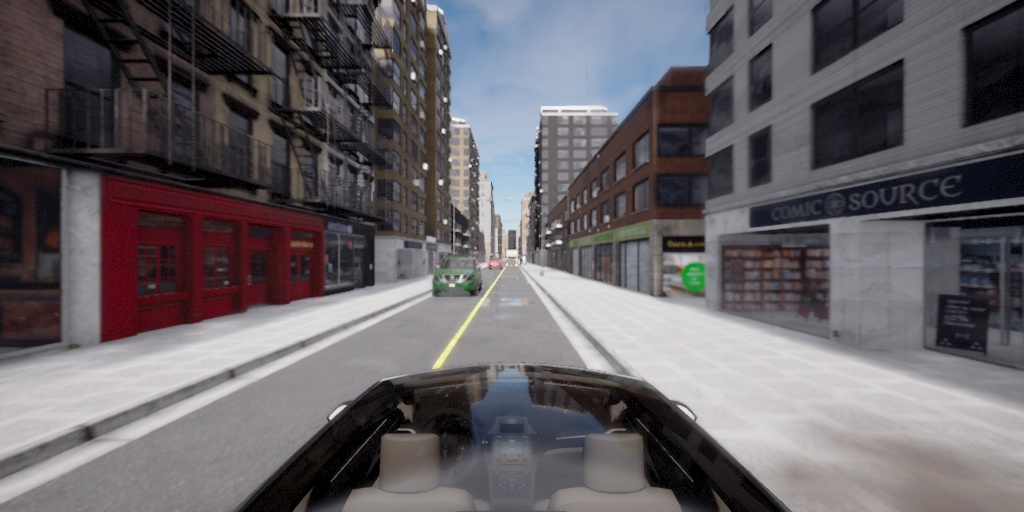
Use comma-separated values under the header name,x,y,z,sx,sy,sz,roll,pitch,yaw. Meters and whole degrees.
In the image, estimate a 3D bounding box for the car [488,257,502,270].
name,x,y,z,sx,sy,sz,roll,pitch,yaw
car,-2.786,1.213,60.075,2.150,2.045,5.566,0,0,1

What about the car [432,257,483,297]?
name,x,y,z,sx,sy,sz,roll,pitch,yaw
car,-2.850,1.050,19.804,2.150,2.045,5.566,0,0,0
